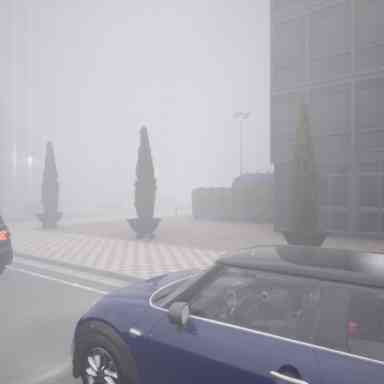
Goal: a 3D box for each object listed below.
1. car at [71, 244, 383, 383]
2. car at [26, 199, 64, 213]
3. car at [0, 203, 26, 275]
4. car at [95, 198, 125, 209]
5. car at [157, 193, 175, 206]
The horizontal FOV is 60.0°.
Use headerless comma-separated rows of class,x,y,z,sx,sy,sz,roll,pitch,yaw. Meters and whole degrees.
car,0.807,1.352,3.418,4.553,1.767,2.097,0,0,36
car,-16.814,1.490,37.206,2.128,1.511,4.902,0,0,35
car,-7.056,1.222,9.004,5.566,2.045,2.150,0,0,36
car,-11.115,1.563,45.343,1.994,1.385,4.181,0,0,35
car,-5.029,1.220,54.024,2.150,2.045,5.566,0,0,35
